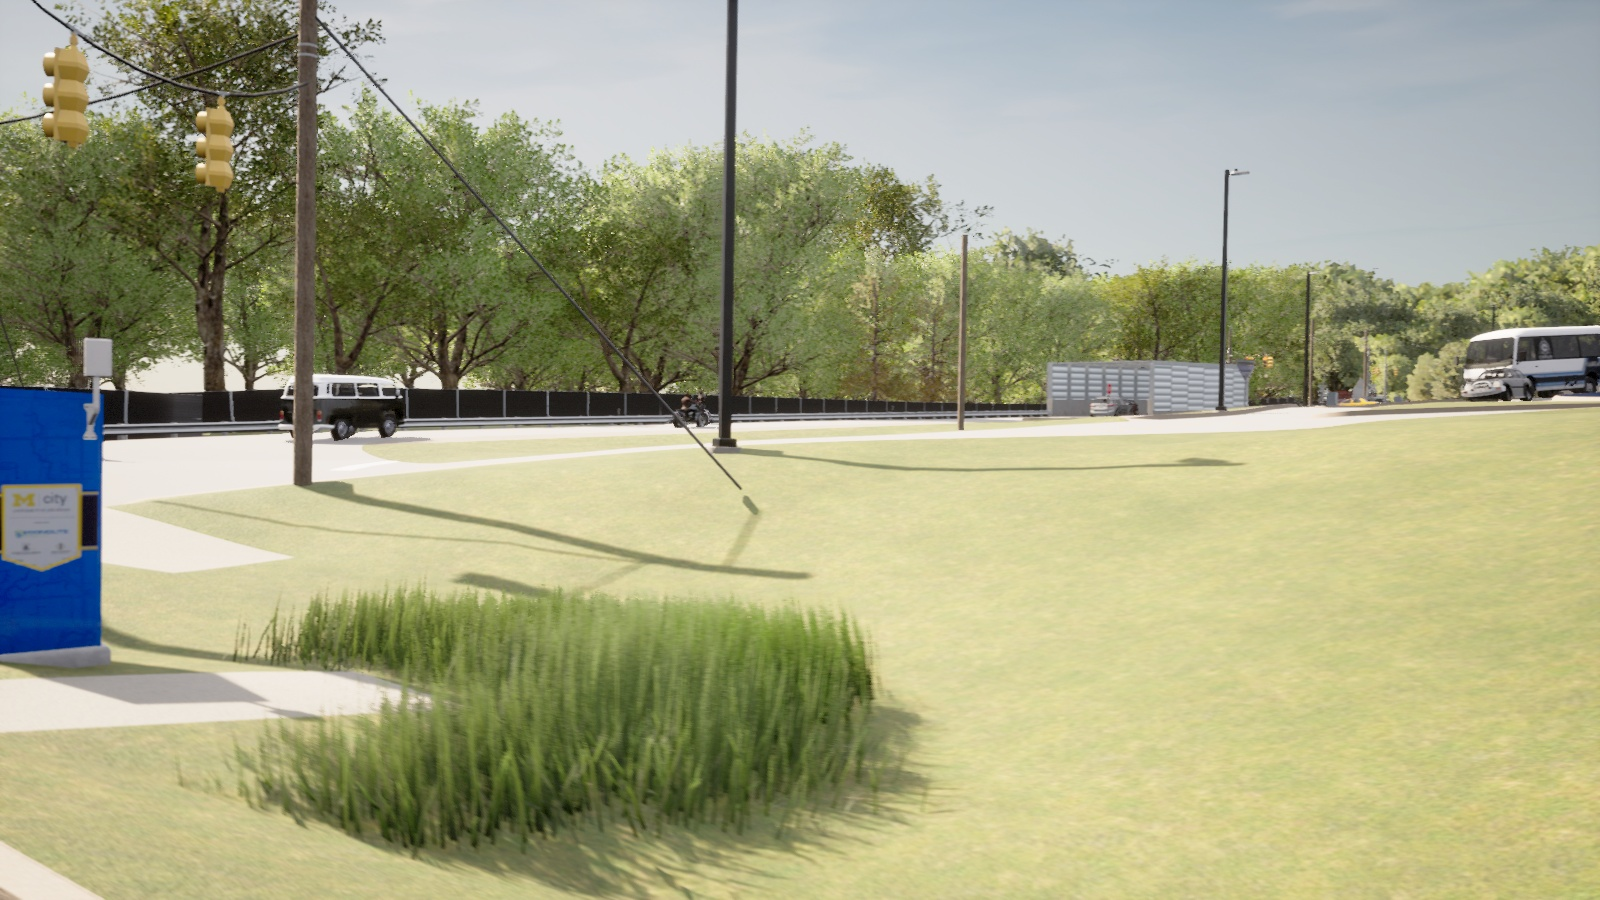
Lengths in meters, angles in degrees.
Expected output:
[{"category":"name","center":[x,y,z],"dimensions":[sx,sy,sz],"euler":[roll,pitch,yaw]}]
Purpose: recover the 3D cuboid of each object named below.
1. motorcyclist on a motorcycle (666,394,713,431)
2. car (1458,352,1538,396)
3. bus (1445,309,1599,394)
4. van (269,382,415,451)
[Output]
[{"category":"motorcyclist on a motorcycle","center":[-4.930,-1.699,56.324],"dimensions":[0.766,1.649,2.350],"euler":[1,3,34]},{"category":"car","center":[34.563,-3.787,62.154],"dimensions":[4.605,1.855,1.932],"euler":[-4,-3,-43]},{"category":"bus","center":[43.501,-5.866,74.182],"dimensions":[10.273,4.253,3.944],"euler":[-5,1,-25]},{"category":"van","center":[-14.512,-1.108,40.111],"dimensions":[2.069,2.038,4.480],"euler":[-1,3,16]}]
